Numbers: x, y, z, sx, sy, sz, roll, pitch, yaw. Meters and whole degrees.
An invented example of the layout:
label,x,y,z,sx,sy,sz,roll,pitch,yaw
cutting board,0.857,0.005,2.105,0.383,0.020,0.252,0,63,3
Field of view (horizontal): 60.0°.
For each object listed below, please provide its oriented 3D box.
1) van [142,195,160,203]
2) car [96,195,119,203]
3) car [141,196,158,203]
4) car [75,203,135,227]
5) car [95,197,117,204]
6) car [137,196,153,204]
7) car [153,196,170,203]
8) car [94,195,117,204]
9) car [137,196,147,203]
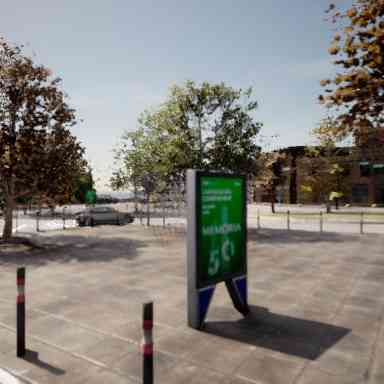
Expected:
label,x,y,z,sx,sy,sz,roll,pitch,yaw
van,-11.229,1.944,90.611,4.442,1.987,1.878,0,-2,-17
car,-19.909,1.716,77.510,5.566,2.045,2.435,0,-1,-17
car,-12.025,2.139,93.539,4.553,1.767,2.185,0,-2,-17
car,-6.305,1.723,24.219,4.181,1.385,1.994,0,0,-31
car,-20.712,2.029,80.049,4.892,1.521,2.231,0,-1,-17
car,-10.153,1.762,70.380,1.882,1.535,5.008,0,-1,0
car,-9.349,1.742,84.714,5.566,2.045,2.435,0,-1,-17
car,-21.513,1.843,82.730,5.566,2.045,2.435,0,-1,-17
car,-12.137,1.886,80.528,1.882,1.535,5.008,0,-1,-17
